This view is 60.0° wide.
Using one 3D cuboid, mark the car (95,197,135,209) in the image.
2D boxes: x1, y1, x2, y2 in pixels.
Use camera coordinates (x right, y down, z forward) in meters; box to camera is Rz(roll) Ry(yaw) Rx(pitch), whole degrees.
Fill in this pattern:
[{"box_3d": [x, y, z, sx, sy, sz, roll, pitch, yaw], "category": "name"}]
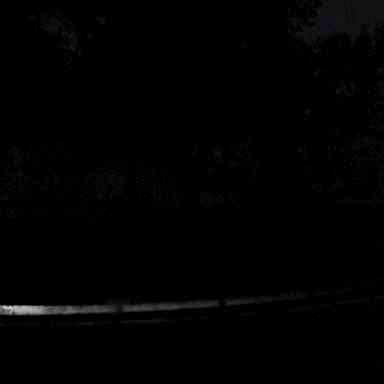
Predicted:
[{"box_3d": [-9.551, 1.422, 41.290, 4.892, 1.490, 1.837, 0, -1, -18], "category": "car"}]
